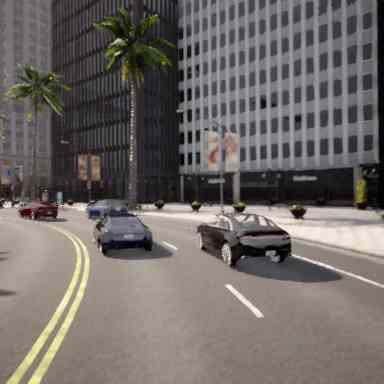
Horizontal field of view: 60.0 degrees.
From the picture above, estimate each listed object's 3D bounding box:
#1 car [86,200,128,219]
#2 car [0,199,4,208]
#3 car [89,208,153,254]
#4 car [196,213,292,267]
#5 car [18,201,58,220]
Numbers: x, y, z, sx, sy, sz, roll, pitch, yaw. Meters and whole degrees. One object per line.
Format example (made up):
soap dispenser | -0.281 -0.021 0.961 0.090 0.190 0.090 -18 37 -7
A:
car | -7.052 1.400 27.405 2.097 1.767 4.553 -1 0 -39
car | -31.052 1.730 51.823 4.892 1.521 2.231 0 0 38
car | -3.007 1.583 13.944 1.994 1.385 4.181 0 0 -21
car | 1.521 1.471 11.470 2.128 1.511 4.902 0 0 -16
car | -13.584 1.583 29.214 5.008 1.535 1.882 0 0 44
